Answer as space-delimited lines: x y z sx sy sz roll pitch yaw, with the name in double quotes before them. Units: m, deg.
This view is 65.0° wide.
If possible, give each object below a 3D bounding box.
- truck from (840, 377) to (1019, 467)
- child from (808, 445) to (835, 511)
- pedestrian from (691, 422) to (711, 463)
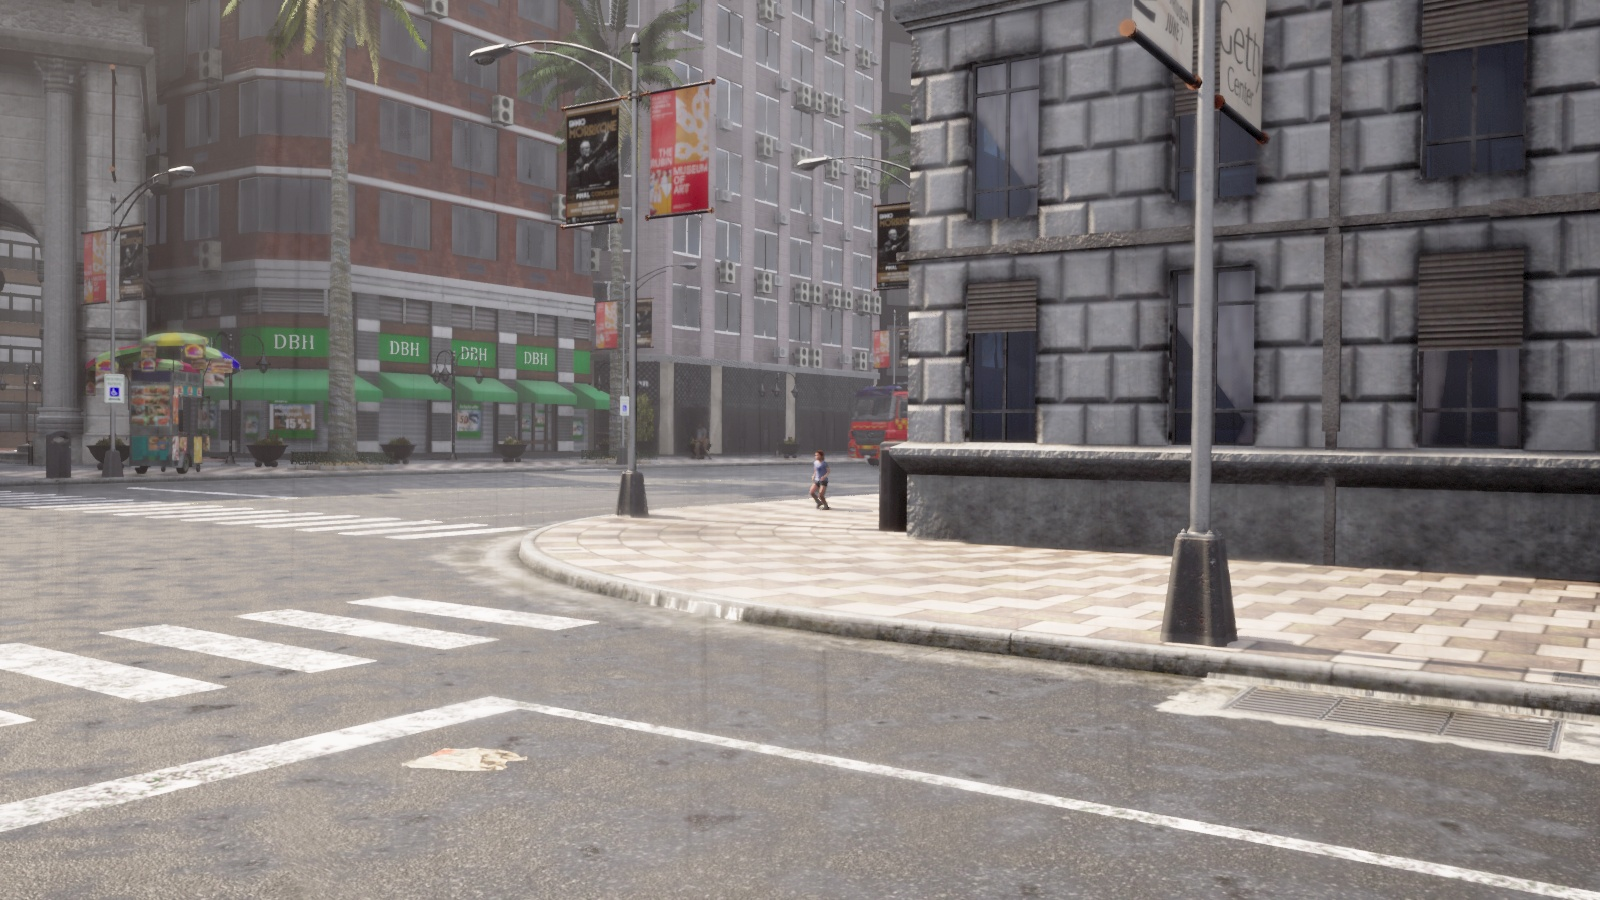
"truck" 5.983 -1.267 57.129 8.468 3.827 2.891 -1 1 -39
"child" 0.374 0.470 21.571 0.255 1.110 0.394 0 1 40
"pedestrian" -4.549 -0.357 57.624 0.540 1.848 0.694 0 1 44
